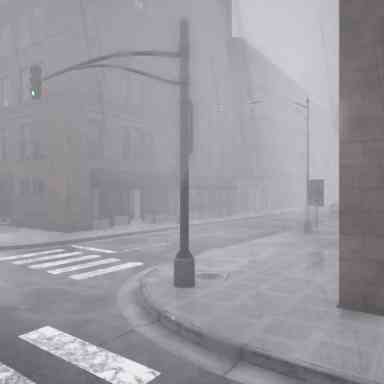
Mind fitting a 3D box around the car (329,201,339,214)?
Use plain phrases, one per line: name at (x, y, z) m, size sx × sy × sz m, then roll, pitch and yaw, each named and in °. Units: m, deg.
car at (17.554, 1.734, 38.984) m, size 1.882 × 1.535 × 5.008 m, roll 0°, pitch 0°, yaw 35°
